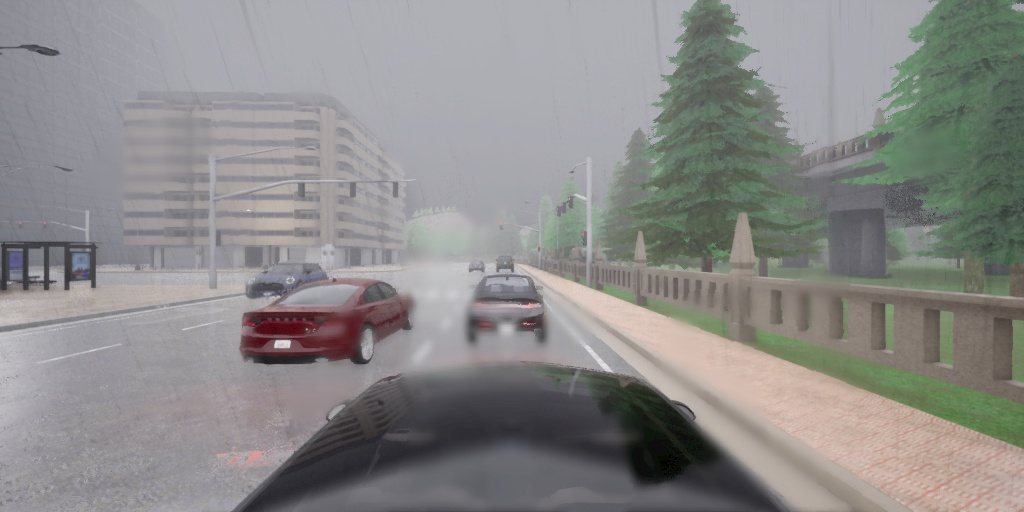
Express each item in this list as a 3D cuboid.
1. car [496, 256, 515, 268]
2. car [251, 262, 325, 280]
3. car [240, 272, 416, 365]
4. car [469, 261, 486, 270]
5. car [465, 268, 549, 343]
[{"bbox_3d":[-0.864,0.967,45.299,2.150,2.045,5.566,0,0,-1],"label":"car"},{"bbox_3d":[-11.046,1.100,18.026,2.097,1.767,4.553,0,0,-7],"label":"car"},{"bbox_3d":[-3.595,1.227,8.081,1.882,1.535,5.008,0,0,0],"label":"car"},{"bbox_3d":[-4.367,1.293,45.000,2.033,1.411,5.357,0,0,-1],"label":"car"},{"bbox_3d":[-0.127,1.241,9.643,2.128,1.511,4.902,0,0,-1],"label":"car"}]
